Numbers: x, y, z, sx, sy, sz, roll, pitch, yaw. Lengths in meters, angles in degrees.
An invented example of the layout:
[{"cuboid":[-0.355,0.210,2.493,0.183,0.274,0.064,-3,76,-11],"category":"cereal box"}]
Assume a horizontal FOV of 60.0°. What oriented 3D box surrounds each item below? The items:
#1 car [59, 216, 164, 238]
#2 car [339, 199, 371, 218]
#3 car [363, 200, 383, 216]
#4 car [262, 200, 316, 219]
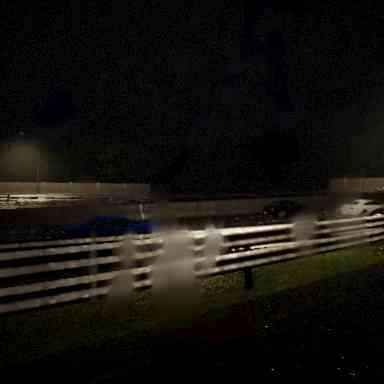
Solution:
[{"cuboid":[-3.798,1.897,16.303,5.008,1.535,1.882,-2,1,-20],"category":"car"},{"cuboid":[13.849,1.293,26.284,4.674,1.442,1.812,-2,1,-19],"category":"car"},{"cuboid":[14.276,1.400,22.724,4.181,1.385,1.994,-2,1,-19],"category":"car"},{"cuboid":[8.141,1.420,27.977,4.674,1.442,1.812,-2,1,-20],"category":"car"}]
